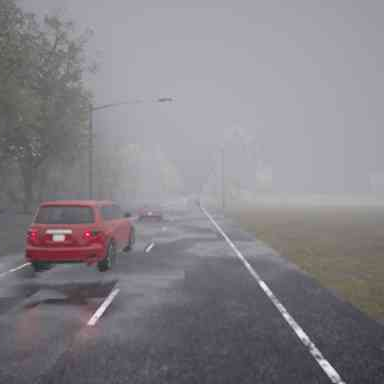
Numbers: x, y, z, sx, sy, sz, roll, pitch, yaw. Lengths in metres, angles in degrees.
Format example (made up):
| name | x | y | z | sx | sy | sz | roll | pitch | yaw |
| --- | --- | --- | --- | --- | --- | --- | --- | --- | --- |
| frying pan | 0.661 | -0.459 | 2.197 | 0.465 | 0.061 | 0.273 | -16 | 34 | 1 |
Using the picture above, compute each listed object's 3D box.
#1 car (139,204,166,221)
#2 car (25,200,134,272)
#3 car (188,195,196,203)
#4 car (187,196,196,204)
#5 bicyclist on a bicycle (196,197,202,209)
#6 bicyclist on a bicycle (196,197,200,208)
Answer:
| name | x | y | z | sx | sy | sz | roll | pitch | yaw |
| --- | --- | --- | --- | --- | --- | --- | --- | --- | --- |
| car | -3.407 | 1.709 | 28.925 | 1.994 | 1.385 | 4.181 | 0 | 0 | 0 |
| car | -3.402 | 1.278 | 11.186 | 2.150 | 2.045 | 5.566 | 0 | 0 | 0 |
| car | -0.012 | 1.713 | 83.348 | 2.097 | 1.767 | 4.553 | 0 | 0 | 0 |
| car | -0.011 | 1.923 | 73.512 | 1.994 | 1.385 | 4.181 | 0 | 0 | 0 |
| bicyclist on a bicycle | 0.943 | 1.662 | 44.919 | 0.866 | 1.612 | 1.509 | 0 | 0 | 0 |
| bicyclist on a bicycle | 0.955 | 1.641 | 53.821 | 0.659 | 1.776 | 1.843 | 0 | 0 | 0 |
